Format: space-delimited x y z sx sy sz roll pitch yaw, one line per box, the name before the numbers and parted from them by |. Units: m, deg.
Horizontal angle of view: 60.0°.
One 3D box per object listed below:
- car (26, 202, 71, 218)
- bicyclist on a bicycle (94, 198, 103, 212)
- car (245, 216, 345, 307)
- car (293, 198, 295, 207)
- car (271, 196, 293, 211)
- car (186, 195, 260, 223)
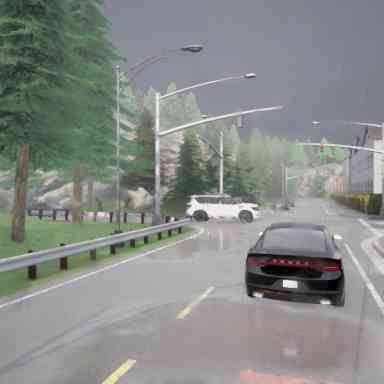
car | -13.030 1.579 30.081 4.181 1.385 1.994 0 0 20
bicyclist on a bicycle | -10.275 1.416 36.595 0.582 1.620 1.656 -2 5 20
car | 2.603 1.478 8.205 1.882 1.535 5.008 0 0 20
car | 14.521 1.352 50.721 2.097 1.767 4.553 0 0 21
car | 11.087 1.491 41.551 2.128 1.511 4.902 0 0 20
car | 2.294 1.230 25.041 5.566 2.045 2.150 0 0 9
